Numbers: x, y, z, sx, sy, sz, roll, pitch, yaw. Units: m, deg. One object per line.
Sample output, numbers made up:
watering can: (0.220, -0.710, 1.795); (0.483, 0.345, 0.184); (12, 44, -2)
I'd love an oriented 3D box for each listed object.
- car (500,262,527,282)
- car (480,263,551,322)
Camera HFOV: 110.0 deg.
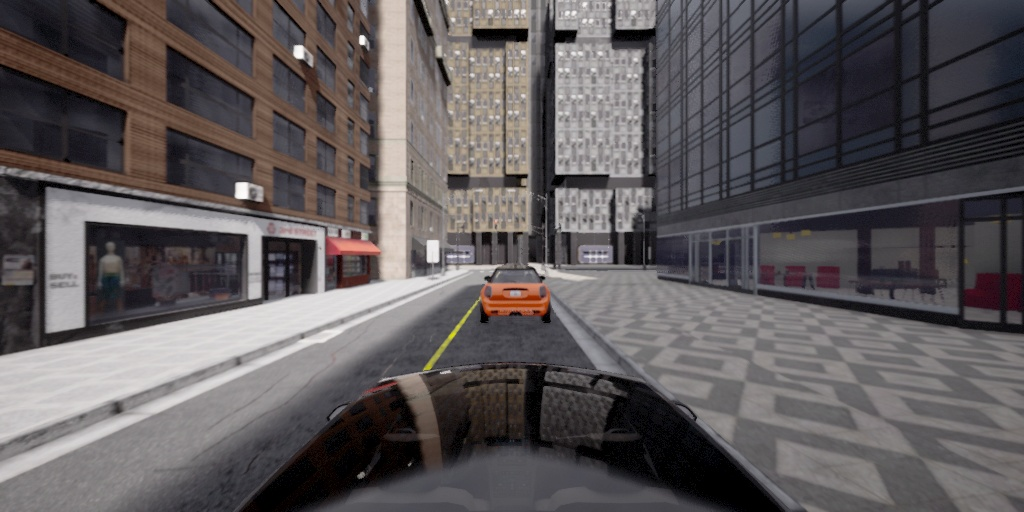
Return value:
car: (0.101, 1.277, 29.690); (2.033, 1.411, 5.357); (0, 0, 0)
car: (0.101, 1.091, 12.345); (2.097, 1.767, 4.553); (0, 0, 0)
